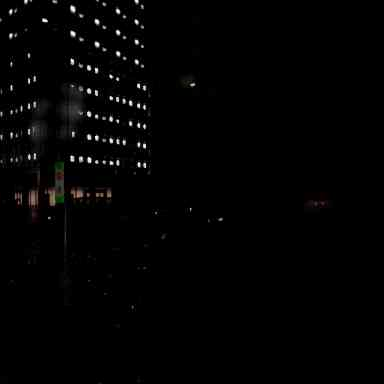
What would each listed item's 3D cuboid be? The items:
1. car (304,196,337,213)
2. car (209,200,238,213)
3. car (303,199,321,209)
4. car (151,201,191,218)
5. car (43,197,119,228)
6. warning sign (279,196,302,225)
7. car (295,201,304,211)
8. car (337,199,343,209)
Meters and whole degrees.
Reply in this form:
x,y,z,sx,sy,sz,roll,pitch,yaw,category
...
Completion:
x,y,z,sx,sy,sz,roll,pitch,yaw,category
16.400,1.502,42.254,2.150,2.045,5.566,0,-1,34,car
3.921,1.755,41.314,1.882,1.535,5.008,0,-1,34,car
19.136,1.880,52.758,1.812,1.442,4.674,0,0,31,car
-1.943,1.717,32.697,1.837,1.490,4.892,0,-1,35,car
-7.813,1.366,24.113,2.150,2.045,5.566,0,-1,34,car
6.804,1.251,22.976,1.300,1.860,1.060,0,0,34,warning sign
14.118,1.900,44.697,1.895,1.301,4.718,0,-1,33,car
21.914,1.817,51.071,1.882,1.535,5.008,0,0,31,car
